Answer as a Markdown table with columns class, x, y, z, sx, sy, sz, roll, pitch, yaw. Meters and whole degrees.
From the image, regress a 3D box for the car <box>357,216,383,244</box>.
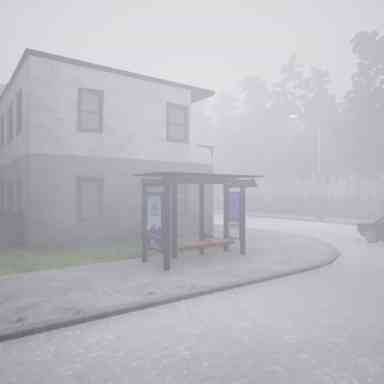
| class | x | y | z | sx | sy | sz | roll | pitch | yaw |
| --- | --- | --- | --- | --- | --- | --- | --- | --- | --- |
| car | 8.778 | 1.601 | 13.059 | 1.895 | 1.301 | 4.718 | 0 | 0 | -8 |
